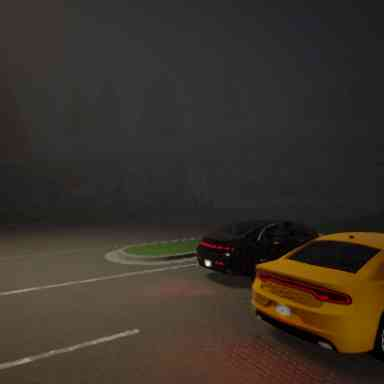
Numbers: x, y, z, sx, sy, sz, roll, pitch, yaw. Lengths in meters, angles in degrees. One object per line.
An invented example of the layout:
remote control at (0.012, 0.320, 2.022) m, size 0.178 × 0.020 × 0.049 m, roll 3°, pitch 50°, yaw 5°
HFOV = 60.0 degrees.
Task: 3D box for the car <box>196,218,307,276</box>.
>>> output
car at (2.417, 1.502, 9.529) m, size 4.892 × 1.490 × 1.837 m, roll 0°, pitch 0°, yaw -33°

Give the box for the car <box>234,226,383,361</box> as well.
car at (3.322, 1.476, 5.955) m, size 5.008 × 1.535 × 1.882 m, roll 0°, pitch 0°, yaw -34°
